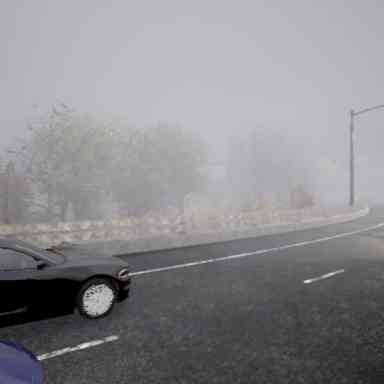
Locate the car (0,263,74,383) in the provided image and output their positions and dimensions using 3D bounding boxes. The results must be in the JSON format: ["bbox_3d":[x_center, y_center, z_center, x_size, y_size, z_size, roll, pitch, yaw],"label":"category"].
[{"bbox_3d":[-3.219,1.518,1.586,4.674,1.442,1.812,0,0,-35],"label":"car"}]

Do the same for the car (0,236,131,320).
[{"bbox_3d":[-3.500,1.487,5.672,5.008,1.535,1.882,0,0,-35],"label":"car"}]
